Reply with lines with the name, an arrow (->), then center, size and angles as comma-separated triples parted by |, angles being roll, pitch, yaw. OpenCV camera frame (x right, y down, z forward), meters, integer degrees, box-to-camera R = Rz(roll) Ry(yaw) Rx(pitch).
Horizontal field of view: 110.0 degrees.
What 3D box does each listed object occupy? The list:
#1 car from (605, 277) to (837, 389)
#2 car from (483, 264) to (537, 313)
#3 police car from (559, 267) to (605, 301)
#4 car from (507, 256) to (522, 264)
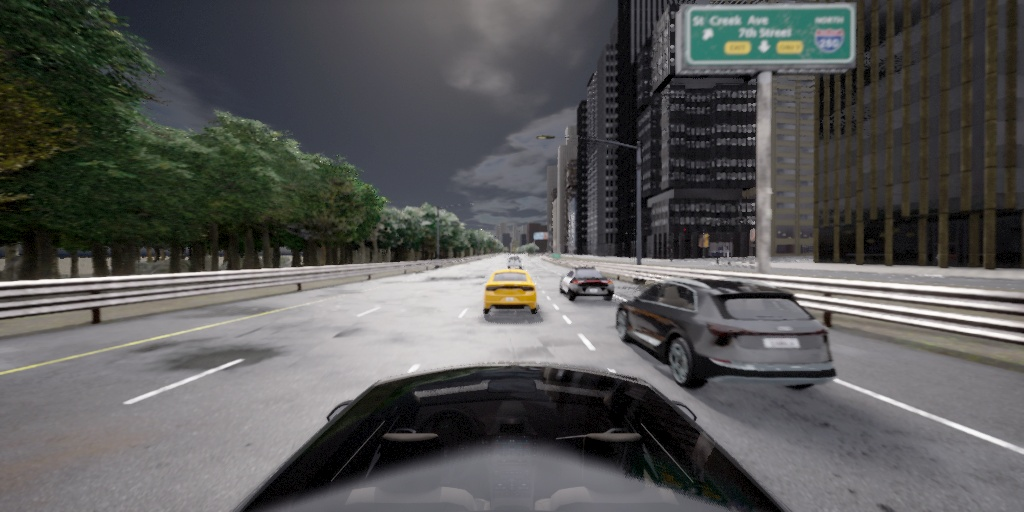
car -> 3.501, 1.202, 6.912 | 2.033, 1.649, 4.856 | 0, 0, 0
car -> -0.049, 1.273, 14.319 | 1.882, 1.535, 5.008 | 0, 0, 1
police car -> 3.525, 1.310, 17.883 | 2.038, 1.542, 4.974 | 0, 0, 0
car -> 0.403, 0.986, 55.679 | 2.150, 2.045, 5.566 | 0, 0, 1
